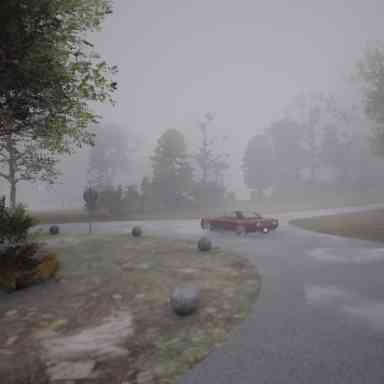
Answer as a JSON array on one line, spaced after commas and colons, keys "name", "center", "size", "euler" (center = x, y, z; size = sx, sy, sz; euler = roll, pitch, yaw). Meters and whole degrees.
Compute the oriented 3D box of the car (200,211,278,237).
[{"name": "car", "center": [2.527, 1.736, 19.260], "size": [1.895, 1.301, 4.718], "euler": [0, -1, -37]}]
